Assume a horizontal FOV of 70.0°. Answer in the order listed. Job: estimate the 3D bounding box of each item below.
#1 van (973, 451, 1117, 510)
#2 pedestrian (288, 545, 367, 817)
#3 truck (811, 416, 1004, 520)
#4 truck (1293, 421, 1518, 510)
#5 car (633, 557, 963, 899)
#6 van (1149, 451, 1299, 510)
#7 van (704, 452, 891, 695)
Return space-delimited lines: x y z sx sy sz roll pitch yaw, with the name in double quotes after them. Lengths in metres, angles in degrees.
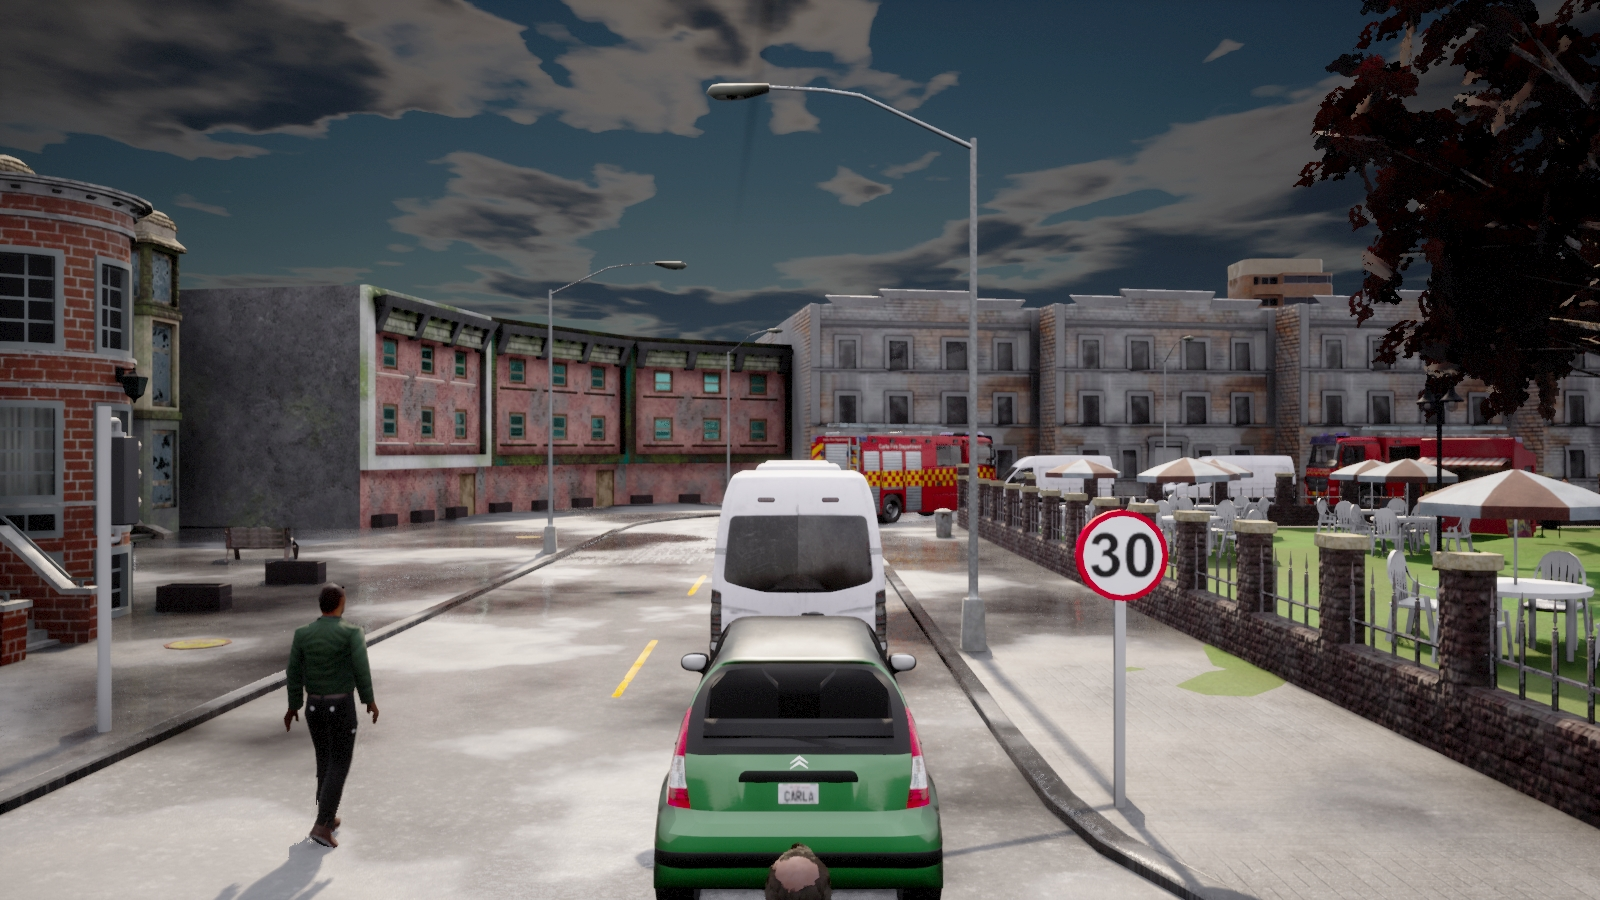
10.768 1.314 50.430 5.915 2.561 1.988 0 0 0 "van"
-3.376 1.628 8.175 0.375 1.860 0.375 0 0 10 "pedestrian"
4.502 0.672 46.247 8.468 3.827 2.891 0 0 -43 "truck"
26.739 0.670 50.713 8.468 3.827 2.891 0 0 0 "truck"
-0.015 1.779 8.404 1.851 1.617 3.988 0 0 0 "car"
18.656 1.314 50.452 5.915 2.561 1.988 0 0 0 "van"
-0.025 1.315 15.105 1.988 2.561 5.915 0 0 0 "van"
